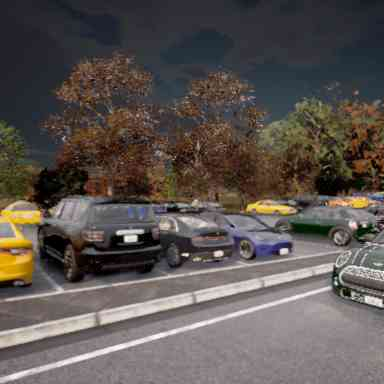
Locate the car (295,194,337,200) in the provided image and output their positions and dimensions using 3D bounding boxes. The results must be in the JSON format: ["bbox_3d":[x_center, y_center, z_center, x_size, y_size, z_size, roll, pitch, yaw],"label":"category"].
[{"bbox_3d":[12.258,1.243,36.345,2.435,2.045,5.566,-1,1,-35],"label":"car"}]

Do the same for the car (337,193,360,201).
[{"bbox_3d":[16.829,1.301,39.549,2.185,1.767,4.553,-1,1,-35],"label":"car"}]

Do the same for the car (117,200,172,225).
[{"bbox_3d":[-3.713,1.464,25.124,2.097,1.535,5.008,1,0,-35],"label":"car"}]

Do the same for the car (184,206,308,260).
[{"bbox_3d":[1.664,1.534,12.892,2.163,1.488,4.792,1,0,-35],"label":"car"}]

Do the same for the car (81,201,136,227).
[{"bbox_3d":[-5.985,1.456,23.503,2.163,1.488,4.792,1,0,-35],"label":"car"}]

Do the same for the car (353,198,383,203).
[{"bbox_3d":[13.053,1.483,20.939,2.185,1.767,4.553,0,0,-35],"label":"car"}]

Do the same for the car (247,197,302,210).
[{"bbox_3d":[7.812,1.527,32.973,1.946,1.575,5.366,0,0,-35],"label":"car"}]

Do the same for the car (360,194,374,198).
[{"bbox_3d":[19.132,1.381,41.118,2.097,1.535,5.008,-1,1,-35],"label":"car"}]

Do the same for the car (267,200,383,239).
[{"bbox_3d":[6.239,1.446,16.092,2.185,1.767,4.553,1,0,-35],"label":"car"}]

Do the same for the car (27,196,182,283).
[{"bbox_3d":[-2.923,1.140,9.748,2.435,2.045,5.566,2,-1,-35],"label":"car"}]

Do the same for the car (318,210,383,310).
[{"bbox_3d":[5.113,1.395,7.330,4.553,1.767,2.097,0,0,-36],"label":"car"}]

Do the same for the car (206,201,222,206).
[{"bbox_3d":[0.963,1.518,28.397,2.231,1.521,4.892,1,0,-35],"label":"car"}]

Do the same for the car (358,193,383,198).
[{"bbox_3d":[21.405,1.324,42.941,1.946,1.575,5.366,-1,1,-35],"label":"car"}]

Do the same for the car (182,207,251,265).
[{"bbox_3d":[-0.624,1.454,11.317,2.231,1.521,4.892,1,0,-35],"label":"car"}]

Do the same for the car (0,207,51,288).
[{"bbox_3d":[-5.197,1.321,8.116,2.097,1.535,5.008,2,-1,-35],"label":"car"}]

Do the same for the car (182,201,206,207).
[{"bbox_3d":[-1.427,1.495,26.724,2.097,1.535,5.008,1,0,-35],"label":"car"}]

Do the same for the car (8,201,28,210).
[{"bbox_3d":[-10.572,1.311,20.552,1.946,1.575,5.366,2,-1,-35],"label":"car"}]

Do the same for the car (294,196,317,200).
[{"bbox_3d":[9.988,1.515,34.729,2.097,1.535,5.008,0,1,-35],"label":"car"}]

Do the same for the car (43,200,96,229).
[{"bbox_3d":[-8.283,1.373,22.156,1.946,1.575,5.366,2,-1,-35],"label":"car"}]
